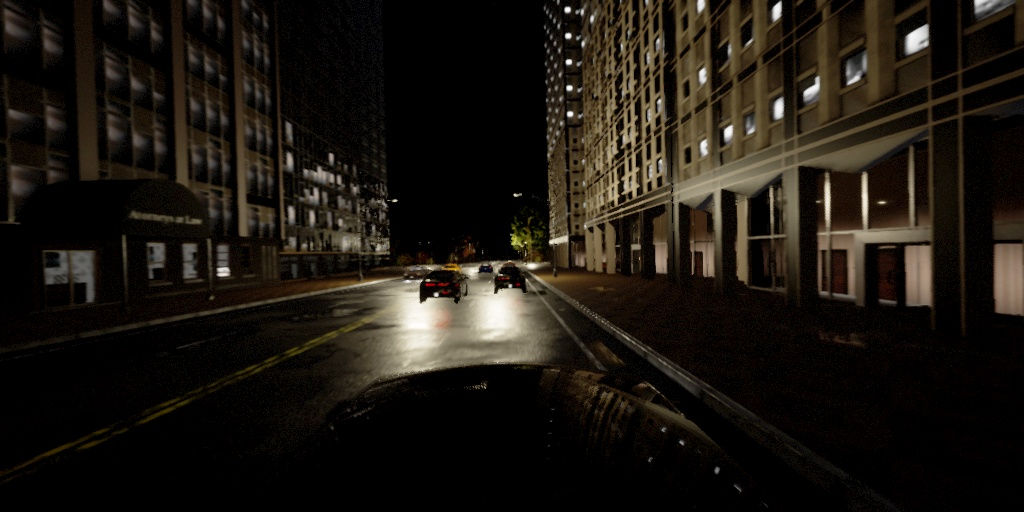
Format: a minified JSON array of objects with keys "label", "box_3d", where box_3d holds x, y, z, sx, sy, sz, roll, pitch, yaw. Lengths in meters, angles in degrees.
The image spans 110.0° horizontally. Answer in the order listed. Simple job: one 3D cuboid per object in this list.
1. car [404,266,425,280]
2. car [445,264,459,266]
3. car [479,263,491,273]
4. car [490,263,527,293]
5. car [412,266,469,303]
[{"label":"car","box_3d":[-10.221,1.798,39.174,2.033,1.411,5.357,-2,0,0]},{"label":"car","box_3d":[-6.987,1.655,41.210,1.882,1.535,5.008,-2,-1,0]},{"label":"car","box_3d":[-3.654,1.710,50.863,1.994,1.385,4.181,-1,0,-1]},{"label":"car","box_3d":[-0.124,1.389,22.010,1.837,1.490,4.892,-1,0,-1]},{"label":"car","box_3d":[-3.331,1.447,18.035,1.837,1.490,4.892,-1,0,-1]}]
